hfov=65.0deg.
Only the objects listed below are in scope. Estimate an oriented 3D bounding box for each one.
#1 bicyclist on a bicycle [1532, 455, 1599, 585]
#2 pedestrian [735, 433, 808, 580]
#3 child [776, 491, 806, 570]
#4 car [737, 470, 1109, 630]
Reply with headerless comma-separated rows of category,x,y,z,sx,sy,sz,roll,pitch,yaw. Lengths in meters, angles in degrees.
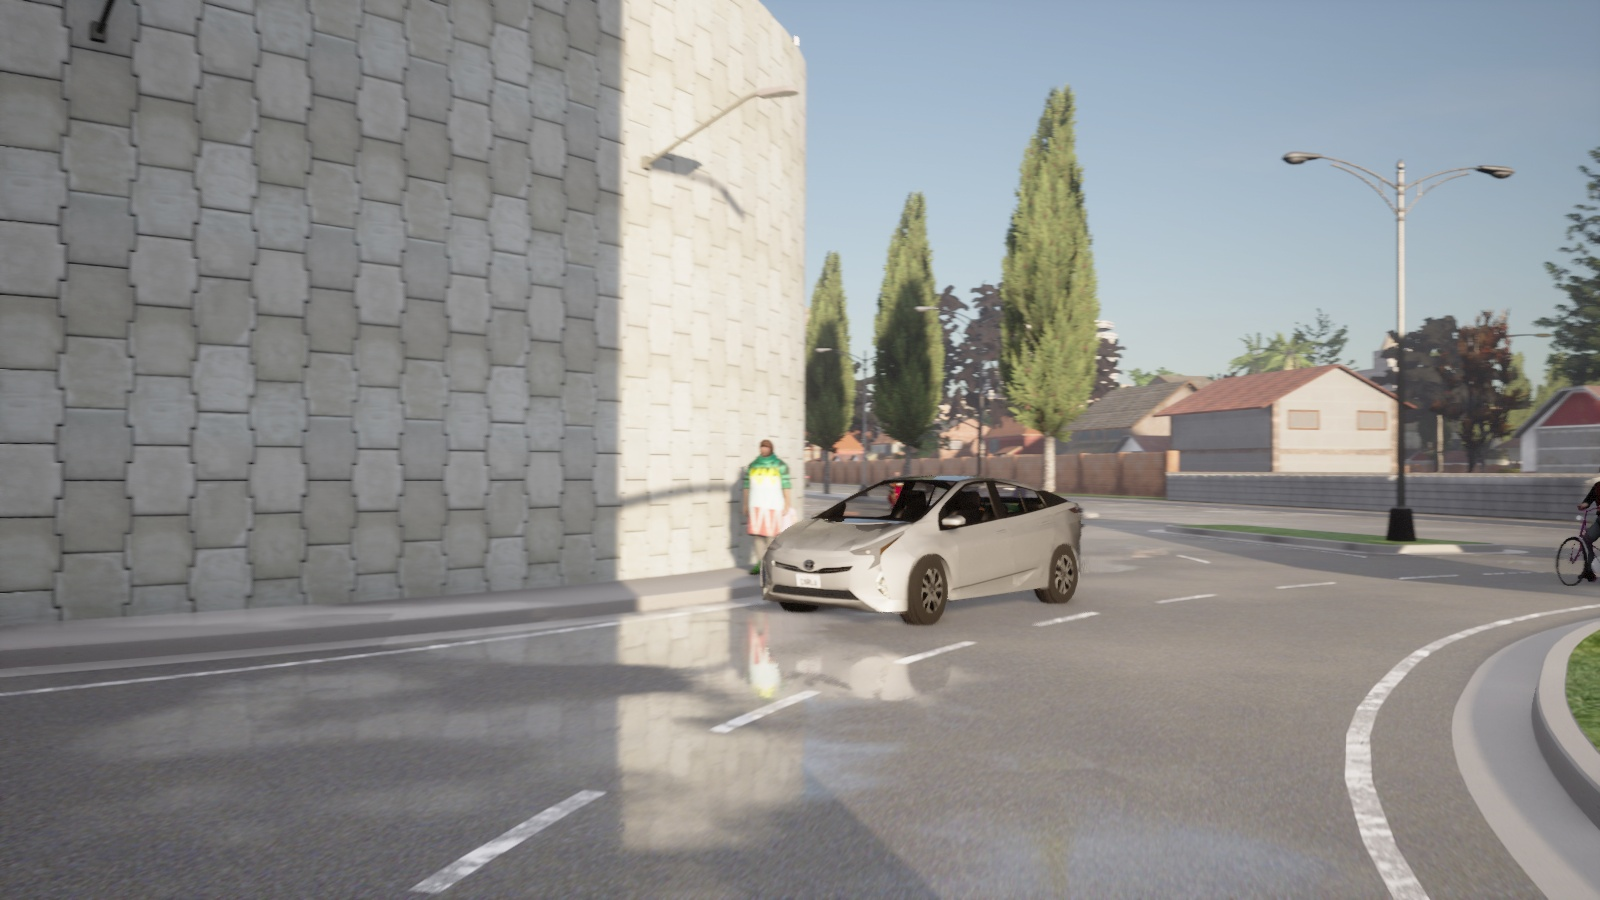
bicyclist on a bicycle,11.348,0.965,17.865,1.843,1.776,0.659,1,0,-24
pedestrian,-0.388,0.760,17.220,0.659,1.952,0.873,-1,-1,27
child,-0.126,1.153,18.046,0.255,1.110,0.394,-1,-1,36
car,1.566,1.000,14.381,2.007,1.525,4.514,-1,-1,41
